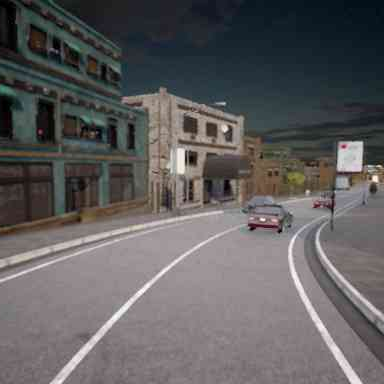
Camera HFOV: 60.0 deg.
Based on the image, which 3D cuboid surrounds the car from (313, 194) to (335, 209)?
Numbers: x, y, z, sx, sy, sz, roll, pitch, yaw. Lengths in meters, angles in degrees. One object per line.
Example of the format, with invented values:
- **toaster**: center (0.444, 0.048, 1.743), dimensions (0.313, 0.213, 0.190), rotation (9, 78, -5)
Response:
- **car**: center (16.154, 1.352, 40.464), dimensions (1.895, 1.301, 4.718), rotation (3, 2, 30)

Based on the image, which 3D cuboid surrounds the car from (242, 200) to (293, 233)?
- **car**: center (4.747, 1.485, 19.695), dimensions (2.033, 1.411, 5.357), rotation (2, 1, 25)

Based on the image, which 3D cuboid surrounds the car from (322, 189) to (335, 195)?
- **car**: center (27.581, 0.292, 67.285), dimensions (2.097, 1.767, 4.553), rotation (3, 3, 30)

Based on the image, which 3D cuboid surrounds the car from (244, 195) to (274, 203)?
- **car**: center (6.287, 1.070, 30.701), dimensions (2.097, 1.767, 4.553), rotation (3, 2, 29)
